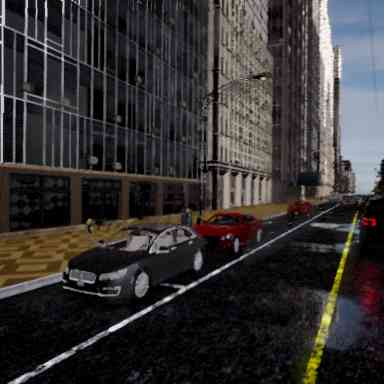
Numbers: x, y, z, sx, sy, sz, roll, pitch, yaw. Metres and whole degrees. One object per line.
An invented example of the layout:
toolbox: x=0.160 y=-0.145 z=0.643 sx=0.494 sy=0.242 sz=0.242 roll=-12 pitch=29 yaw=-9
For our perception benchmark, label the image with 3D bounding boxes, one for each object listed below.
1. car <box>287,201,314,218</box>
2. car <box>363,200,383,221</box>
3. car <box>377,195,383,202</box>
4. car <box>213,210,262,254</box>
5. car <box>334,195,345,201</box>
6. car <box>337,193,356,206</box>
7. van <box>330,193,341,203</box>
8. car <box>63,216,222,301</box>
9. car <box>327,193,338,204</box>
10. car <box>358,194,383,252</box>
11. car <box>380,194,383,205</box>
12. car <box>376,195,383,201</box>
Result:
car: x=9.333 y=1.426 z=28.444 sx=1.887 sy=1.381 sz=4.507 roll=1 pitch=1 yaw=27
car: x=15.222 y=1.480 z=27.323 sx=2.033 sy=1.411 sz=5.357 roll=1 pitch=0 yaw=28
car: x=42.845 y=1.430 z=75.146 sx=1.802 sy=1.307 sz=4.206 roll=1 pitch=1 yaw=27
car: x=1.510 y=1.465 z=13.275 sx=1.887 sy=1.381 sz=4.507 roll=1 pitch=1 yaw=27
car: x=32.800 y=1.328 z=73.952 sx=2.008 sy=1.369 sz=4.403 roll=1 pitch=1 yaw=27
car: x=23.562 y=1.204 z=50.177 sx=2.097 sy=1.767 sz=4.553 roll=1 pitch=0 yaw=27
van: x=27.589 y=1.139 z=63.837 sx=1.690 sy=1.788 sz=3.998 roll=1 pitch=1 yaw=27
car: x=-1.097 y=1.485 z=8.219 sx=2.008 sy=1.369 sz=4.403 roll=1 pitch=1 yaw=27
car: x=24.978 y=1.360 z=58.782 sx=2.008 sy=1.369 sz=4.403 roll=1 pitch=1 yaw=27
car: x=7.918 y=1.190 z=13.218 sx=2.150 sy=2.045 sz=5.566 roll=1 pitch=1 yaw=28
car: x=32.418 y=1.204 z=54.918 sx=2.192 sy=1.841 sz=5.009 roll=1 pitch=1 yaw=27
car: x=45.452 y=1.383 z=80.201 sx=1.887 sy=1.381 sz=4.507 roll=1 pitch=1 yaw=27
